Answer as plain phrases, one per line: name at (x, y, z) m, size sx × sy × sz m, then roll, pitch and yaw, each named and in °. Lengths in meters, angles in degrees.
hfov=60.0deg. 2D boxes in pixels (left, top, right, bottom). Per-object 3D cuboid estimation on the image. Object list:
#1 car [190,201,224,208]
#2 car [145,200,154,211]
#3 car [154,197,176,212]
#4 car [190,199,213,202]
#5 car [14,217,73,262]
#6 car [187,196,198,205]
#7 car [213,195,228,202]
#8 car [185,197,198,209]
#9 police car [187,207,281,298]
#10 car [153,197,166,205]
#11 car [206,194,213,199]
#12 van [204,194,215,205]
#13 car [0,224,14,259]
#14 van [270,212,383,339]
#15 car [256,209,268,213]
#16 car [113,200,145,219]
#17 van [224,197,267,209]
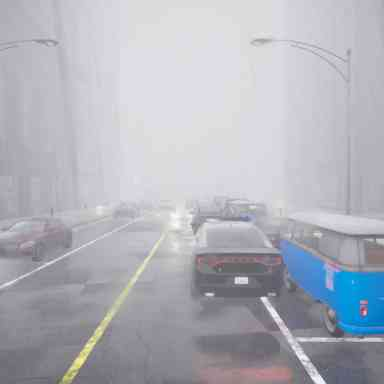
car at (0.937, 1.503, 18.589) m, size 1.837 × 1.490 × 4.892 m, roll 0°, pitch 0°, yaw 0°
car at (-5.589, 1.567, 40.267) m, size 1.802 × 1.307 × 4.206 m, roll 0°, pitch 0°, yaw 0°
car at (-2.921, 1.465, 38.311) m, size 1.882 × 1.535 × 5.008 m, roll 0°, pitch 0°, yaw 0°
car at (0.950, 1.501, 24.588) m, size 1.837 × 1.490 × 4.892 m, roll 0°, pitch 0°, yaw 0°
car at (-5.650, 1.580, 12.022) m, size 1.802 × 1.307 × 4.206 m, roll 0°, pitch 0°, yaw 0°
car at (0.124, 1.522, 60.005) m, size 1.994 × 1.385 × 4.181 m, roll 0°, pitch 0°, yaw 0°
car at (2.898, 1.311, 23.304) m, size 2.192 × 1.841 × 5.009 m, roll 0°, pitch 0°, yaw 0°
car at (0.106, 1.472, 44.993) m, size 2.128 × 1.511 × 4.902 m, roll 0°, pitch 0°, yaw 0°
police car at (0.916, 1.424, 8.699) m, size 1.930 × 1.638 × 5.238 m, roll 0°, pitch 0°, yaw 0°
car at (-5.554, 1.528, 57.215) m, size 1.947 × 1.339 × 4.313 m, roll 0°, pitch 0°, yaw 0°
car at (2.922, 1.305, 34.602) m, size 2.192 × 1.841 × 5.009 m, roll 0°, pitch 0°, yaw 0°
van at (2.971, 1.304, 57.197) m, size 1.690 × 1.788 × 3.998 m, roll 0°, pitch 0°, yaw 0°
car at (-5.662, 1.550, 6.373) m, size 2.008 × 1.369 × 4.403 m, roll 0°, pitch 0°, yaw 0°
van at (2.862, 1.340, 6.359) m, size 1.690 × 1.788 × 3.998 m, roll 0°, pitch 0°, yaw 0°
car at (2.875, 1.543, 12.007) m, size 1.887 × 1.381 × 4.507 m, roll 0°, pitch 0°, yaw 0°
car at (-5.614, 1.539, 28.969) m, size 1.887 × 1.381 × 4.507 m, roll 0°, pitch 0°, yaw 0°
van at (2.886, 1.338, 17.655) m, size 1.690 × 1.788 × 3.998 m, roll 0°, pitch 0°, yaw 0°
